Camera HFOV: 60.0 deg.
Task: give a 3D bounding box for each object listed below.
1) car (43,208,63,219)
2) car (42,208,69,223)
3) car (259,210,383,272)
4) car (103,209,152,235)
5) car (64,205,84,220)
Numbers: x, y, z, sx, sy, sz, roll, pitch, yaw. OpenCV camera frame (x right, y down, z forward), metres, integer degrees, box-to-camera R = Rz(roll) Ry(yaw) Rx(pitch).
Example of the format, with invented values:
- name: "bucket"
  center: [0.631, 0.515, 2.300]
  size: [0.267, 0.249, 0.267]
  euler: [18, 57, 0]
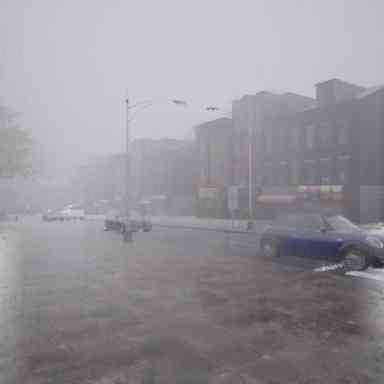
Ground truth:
- name: "car"
  center: [-22.699, 3.481, 54.310]
  size: [2.097, 1.767, 4.553]
  euler: [0, -2, -36]
- name: "car"
  center: [-17.767, 3.160, 42.458]
  size: [2.033, 1.411, 5.357]
  euler: [0, -2, -35]
- name: "car"
  center: [4.643, 1.516, 11.570]
  size: [2.097, 1.767, 4.553]
  euler: [0, -2, -42]
- name: "car"
  center: [-4.692, 2.049, 23.972]
  size: [2.097, 1.767, 4.553]
  euler: [0, -2, -35]
- name: "car"
  center: [-16.574, 2.896, 45.719]
  size: [2.150, 2.045, 5.566]
  euler: [0, -2, -35]
